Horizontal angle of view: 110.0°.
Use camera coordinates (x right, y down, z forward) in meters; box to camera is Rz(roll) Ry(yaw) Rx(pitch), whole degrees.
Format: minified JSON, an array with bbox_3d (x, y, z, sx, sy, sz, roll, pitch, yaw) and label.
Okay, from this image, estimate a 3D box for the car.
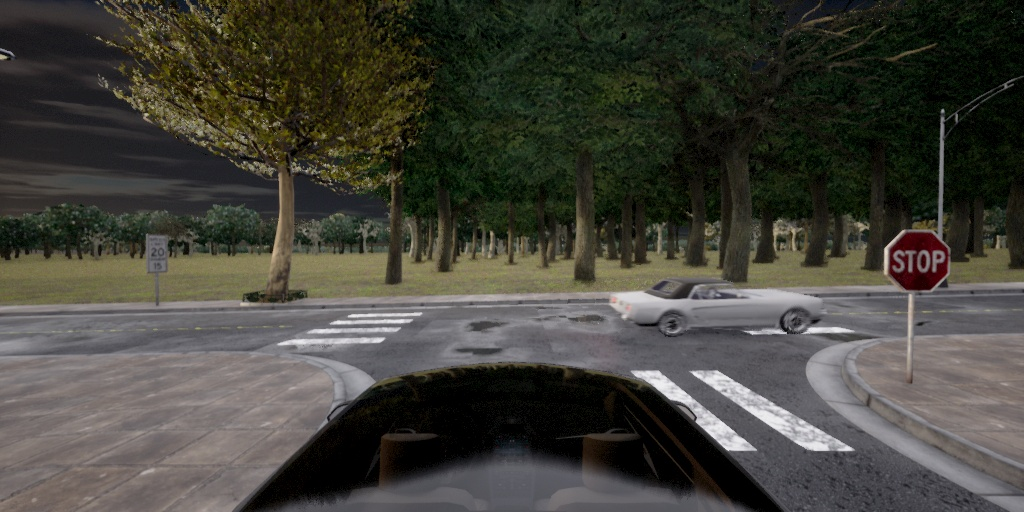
[{"bbox_3d":[5.098,1.219,9.231,4.718,1.301,1.895,-1,1,0],"label":"car"}]
